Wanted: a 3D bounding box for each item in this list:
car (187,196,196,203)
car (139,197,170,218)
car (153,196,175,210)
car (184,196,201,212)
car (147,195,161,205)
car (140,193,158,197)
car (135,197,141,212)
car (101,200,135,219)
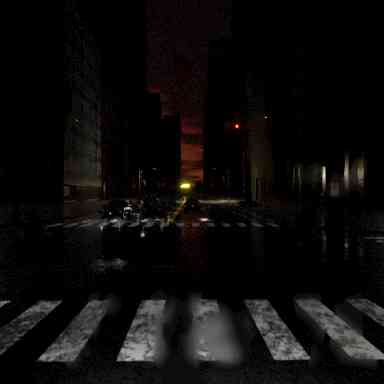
[{"bbox_3d":[-0.077,1.569,70.904,1.994,1.385,4.181,0,0,0],"label":"car"},{"bbox_3d":[-3.400,1.480,30.851,1.882,1.535,5.008,0,0,0],"label":"car"},{"bbox_3d":[-3.423,1.529,40.132,1.812,1.442,4.674,0,0,0],"label":"car"},{"bbox_3d":[0.047,1.551,38.305,2.033,1.411,5.357,0,0,0],"label":"car"},{"bbox_3d":[-6.661,1.359,58.994,2.097,1.767,4.553,0,0,-1],"label":"car"},{"bbox_3d":[-6.677,1.226,48.732,2.150,2.045,5.566,0,0,0],"label":"car"},{"bbox_3d":[-6.667,1.604,38.821,1.895,1.301,4.718,0,0,0],"label":"car"},{"bbox_3d":[-6.665,1.507,29.558,1.837,1.490,4.892,0,0,0],"label":"car"}]
